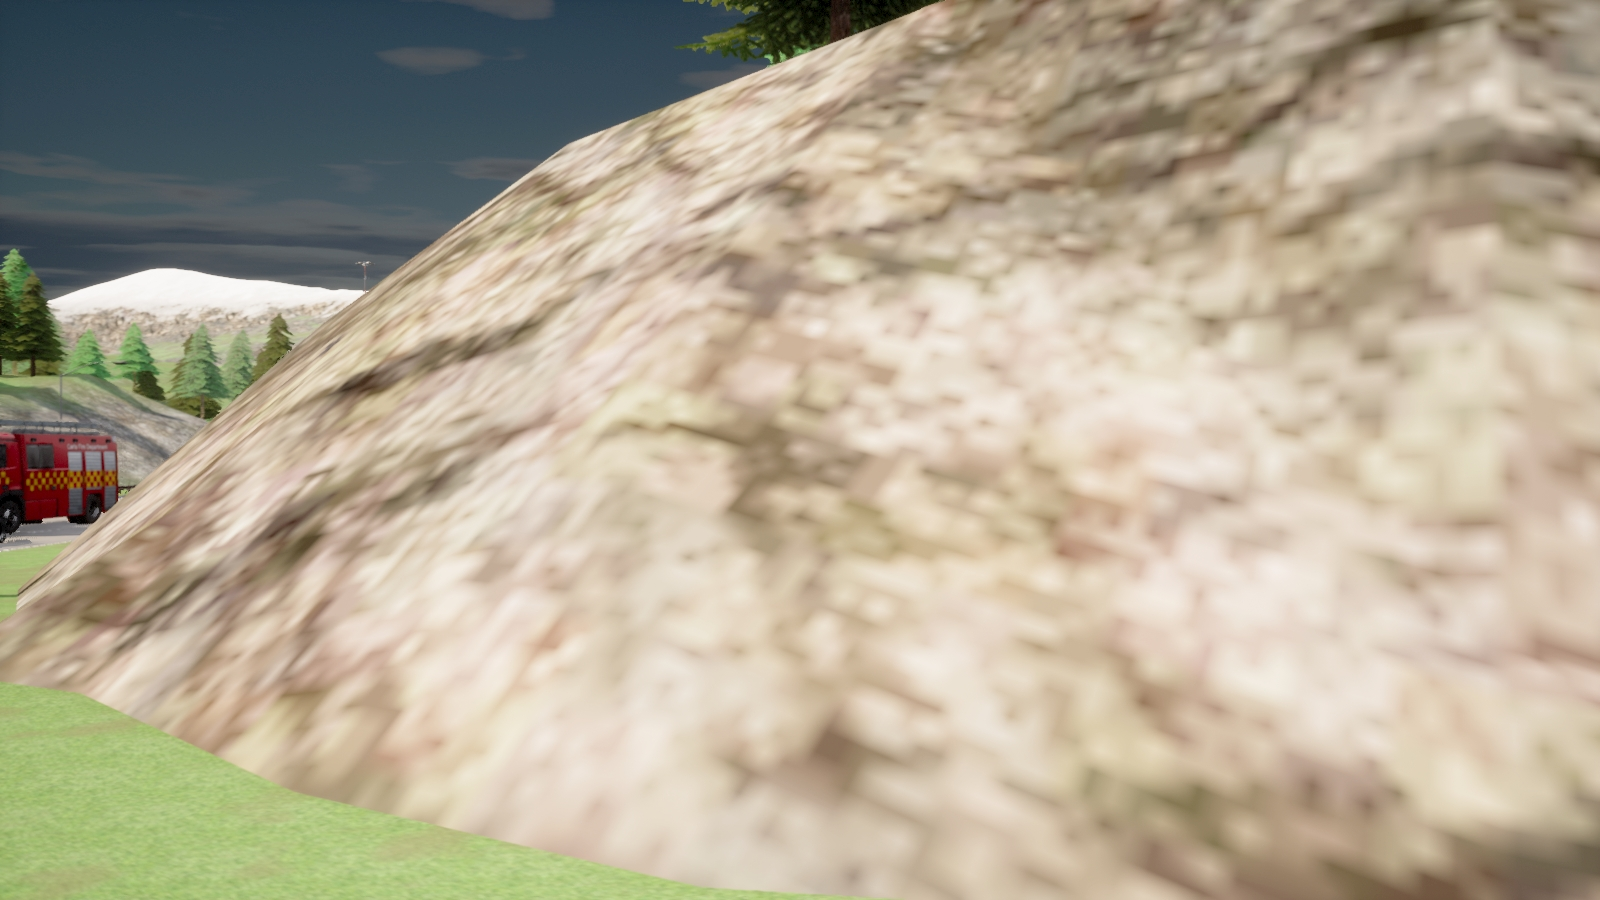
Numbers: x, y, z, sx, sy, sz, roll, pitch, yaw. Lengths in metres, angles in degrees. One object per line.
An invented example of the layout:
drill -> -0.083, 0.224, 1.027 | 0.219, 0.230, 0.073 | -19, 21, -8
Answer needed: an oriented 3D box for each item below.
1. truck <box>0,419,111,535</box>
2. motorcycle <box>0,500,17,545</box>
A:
truck -> -28.108, 0.889, 40.360 | 2.891, 3.827, 8.468 | 0, 0, -4
motorcycle -> -23.888, 2.154, 33.246 | 0.764, 1.307, 2.356 | 0, 0, -5
